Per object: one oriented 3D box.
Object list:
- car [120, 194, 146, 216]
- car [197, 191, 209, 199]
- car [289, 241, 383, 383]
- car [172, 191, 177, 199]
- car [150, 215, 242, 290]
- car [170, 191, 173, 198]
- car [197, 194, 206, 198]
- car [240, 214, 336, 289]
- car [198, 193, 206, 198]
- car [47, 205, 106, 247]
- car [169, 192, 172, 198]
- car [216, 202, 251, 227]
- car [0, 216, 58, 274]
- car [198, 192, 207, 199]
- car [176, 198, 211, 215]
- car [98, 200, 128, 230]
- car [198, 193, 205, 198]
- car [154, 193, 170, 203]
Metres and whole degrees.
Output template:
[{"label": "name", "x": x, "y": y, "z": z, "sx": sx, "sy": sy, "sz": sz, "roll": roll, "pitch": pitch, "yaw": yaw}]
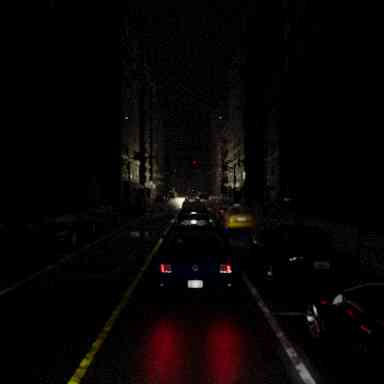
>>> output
[{"label": "car", "x": -5.392, "y": 1.111, "z": 30.487, "sx": 2.192, "sy": 1.841, "sz": 5.009, "roll": 0, "pitch": 0, "yaw": 0}, {"label": "car", "x": 2.629, "y": 0.936, "z": 73.306, "sx": 1.967, "sy": 1.590, "sz": 4.097, "roll": 0, "pitch": 0, "yaw": 0}, {"label": "car", "x": 2.635, "y": 1.544, "z": 3.417, "sx": 1.947, "sy": 1.339, "sz": 4.313, "roll": 0, "pitch": 0, "yaw": 0}, {"label": "car", "x": -5.397, "y": 0.982, "z": 84.221, "sx": 1.947, "sy": 1.339, "sz": 4.313, "roll": 0, "pitch": 0, "yaw": 0}, {"label": "car", "x": 0.093, "y": 1.544, "z": 8.896, "sx": 1.895, "sy": 1.301, "sz": 4.718, "roll": 0, "pitch": 0, "yaw": 0}, {"label": "car", "x": -5.396, "y": 1.062, "z": 67.689, "sx": 1.752, "sy": 1.417, "sz": 4.829, "roll": 0, "pitch": 0, "yaw": 0}, {"label": "car", "x": -0.021, "y": 1.269, "z": 31.171, "sx": 1.882, "sy": 1.535, "sz": 5.008, "roll": 0, "pitch": 0, "yaw": -1}, {"label": "car", "x": 2.635, "y": 1.509, "z": 8.830, "sx": 1.947, "sy": 1.339, "sz": 4.313, "roll": 0, "pitch": 0, "yaw": 0}, {"label": "car", "x": 2.628, "y": 0.920, "z": 89.669, "sx": 1.887, "sy": 1.381, "sz": 4.507, "roll": 0, "pitch": 0, "yaw": 0}, {"label": "car", "x": -5.391, "y": 1.458, "z": 14.251, "sx": 2.008, "sy": 1.369, "sz": 4.403, "roll": 0, "pitch": 0, "yaw": 0}, {"label": "car", "x": -5.395, "y": 1.119, "z": 62.406, "sx": 1.887, "sy": 1.381, "sz": 4.507, "roll": 0, "pitch": 0, "yaw": 0}, {"label": "car", "x": 2.634, "y": 1.394, "z": 19.825, "sx": 1.752, "sy": 1.417, "sz": 4.829, "roll": 0, "pitch": 0, "yaw": 0}, {"label": "car", "x": -5.391, "y": 1.525, "z": 8.838, "sx": 1.802, "sy": 1.307, "sz": 4.206, "roll": 0, "pitch": 0, "yaw": 0}, {"label": "car", "x": 2.628, "y": 0.856, "z": 84.215, "sx": 1.967, "sy": 1.590, "sz": 4.097, "roll": 0, "pitch": 0, "yaw": 0}, {"label": "car", "x": 0.098, "y": 1.369, "z": 20.597, "sx": 1.837, "sy": 1.490, "sz": 4.892, "roll": 0, "pitch": 1, "yaw": 0}, {"label": "car", "x": -5.391, "y": 1.421, "z": 19.664, "sx": 2.008, "sy": 1.369, "sz": 4.403, "roll": 0, "pitch": 0, "yaw": 0}, {"label": "car", "x": 2.627, "y": 0.886, "z": 95.123, "sx": 2.008, "sy": 1.369, "sz": 4.403, "roll": 0, "pitch": 0, "yaw": 0}, {"label": "car", "x": -5.395, "y": 1.164, "z": 56.951, "sx": 2.008, "sy": 1.369, "sz": 4.403, "roll": 0, "pitch": 0, "yaw": 0}]
